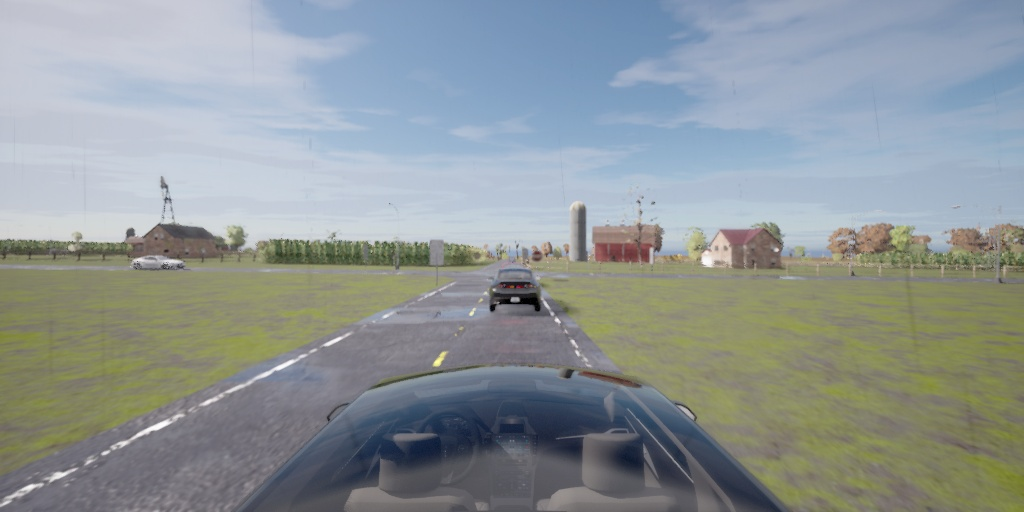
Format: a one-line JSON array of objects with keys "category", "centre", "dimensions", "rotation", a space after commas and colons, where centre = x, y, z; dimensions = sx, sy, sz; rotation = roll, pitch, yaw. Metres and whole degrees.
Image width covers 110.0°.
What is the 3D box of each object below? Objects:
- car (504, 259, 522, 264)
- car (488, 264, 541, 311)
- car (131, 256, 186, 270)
[{"category": "car", "centre": [0.066, 1.167, 24.428], "dimensions": [1.882, 1.535, 5.008], "rotation": [0, 0, -1]}, {"category": "car", "centre": [0.103, 1.217, 14.252], "dimensions": [1.837, 1.490, 4.892], "rotation": [0, 0, 0]}, {"category": "car", "centre": [-36.515, 0.688, 37.066], "dimensions": [4.674, 1.442, 1.812], "rotation": [1, 1, 0]}]
